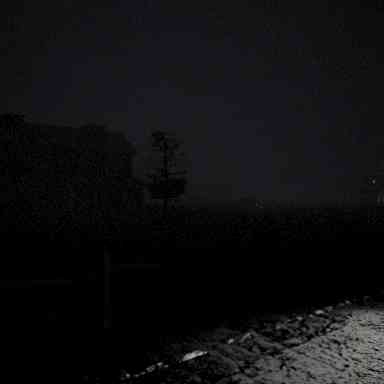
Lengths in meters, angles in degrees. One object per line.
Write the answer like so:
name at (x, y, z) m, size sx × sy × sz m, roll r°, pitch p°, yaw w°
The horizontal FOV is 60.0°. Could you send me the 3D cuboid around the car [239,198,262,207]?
car at (10.964, 1.948, 62.452) m, size 1.837 × 1.490 × 4.892 m, roll 0°, pitch 0°, yaw -37°
